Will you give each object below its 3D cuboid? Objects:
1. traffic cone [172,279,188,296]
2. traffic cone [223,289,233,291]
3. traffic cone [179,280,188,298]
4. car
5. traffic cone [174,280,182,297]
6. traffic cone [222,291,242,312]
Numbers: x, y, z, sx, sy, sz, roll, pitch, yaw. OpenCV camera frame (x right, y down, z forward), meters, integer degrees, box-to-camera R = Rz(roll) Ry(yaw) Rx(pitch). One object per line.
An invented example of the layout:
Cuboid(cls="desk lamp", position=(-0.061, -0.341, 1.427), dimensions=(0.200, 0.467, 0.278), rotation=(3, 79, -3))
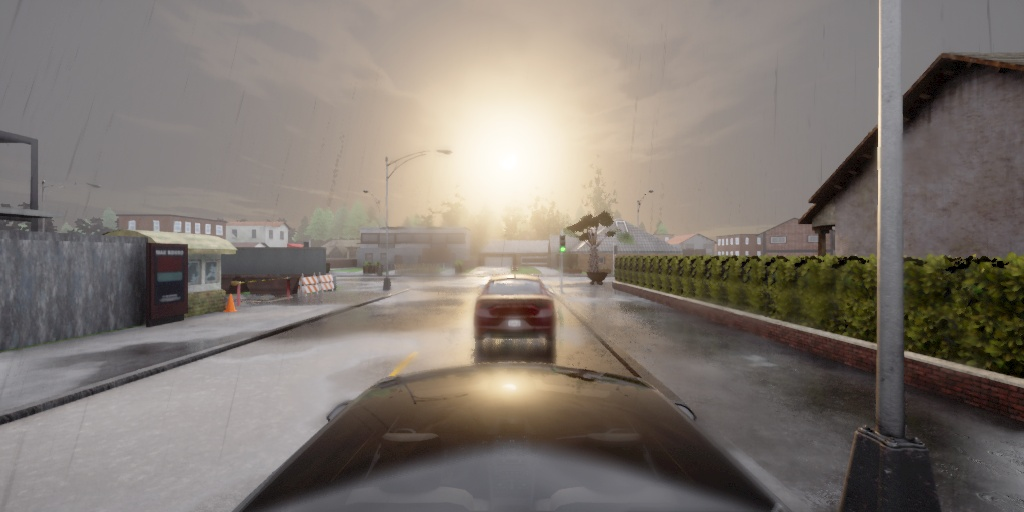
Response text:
Cuboid(cls="traffic cone", position=(-16.800, 1.582, 18.213), dimensions=(0.344, 0.586, 0.344), rotation=(0, 0, 0))
Cuboid(cls="traffic cone", position=(-10.335, 1.568, 12.773), dimensions=(0.344, 0.586, 0.344), rotation=(0, 0, 0))
Cuboid(cls="traffic cone", position=(-15.197, 1.561, 16.845), dimensions=(0.344, 0.586, 0.344), rotation=(0, 0, 0))
Cuboid(cls="car", position=(0.087, 1.228, 9.885), dimensions=(1.882, 1.535, 5.008), rotation=(0, 0, 1))
Cuboid(cls="traffic cone", position=(-15.765, 1.558, 17.208), dimensions=(0.344, 0.586, 0.344), rotation=(0, 0, 0))
Cuboid(cls="traffic cone", position=(-9.617, 1.598, 12.249), dimensions=(0.344, 0.586, 0.344), rotation=(0, 0, 0))
